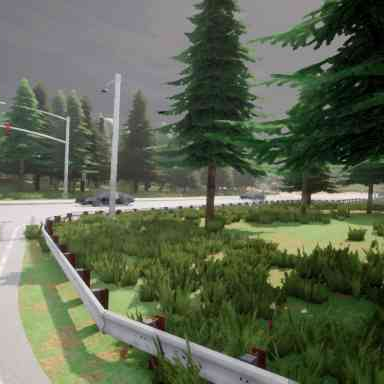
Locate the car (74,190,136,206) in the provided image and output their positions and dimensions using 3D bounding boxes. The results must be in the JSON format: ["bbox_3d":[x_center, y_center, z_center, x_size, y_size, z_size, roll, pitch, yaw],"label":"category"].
[{"bbox_3d":[-7.447,0.539,29.081,2.033,1.411,5.357,5,3,39],"label":"car"}]

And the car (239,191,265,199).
[{"bbox_3d":[9.094,0.529,49.720,2.033,1.411,5.357,5,3,38],"label":"car"}]
